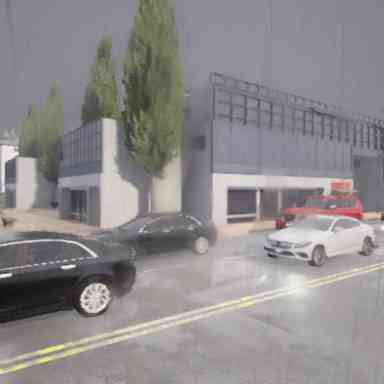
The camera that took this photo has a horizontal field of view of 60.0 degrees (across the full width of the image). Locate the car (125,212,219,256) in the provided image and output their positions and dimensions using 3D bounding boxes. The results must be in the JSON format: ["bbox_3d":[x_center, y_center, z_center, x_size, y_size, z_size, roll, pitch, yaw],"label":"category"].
[{"bbox_3d":[-1.290,1.497,11.669,4.892,1.490,1.837,0,0,-35],"label":"car"}]

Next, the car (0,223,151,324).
[{"bbox_3d":[-3.377,1.505,5.882,4.892,1.490,1.837,0,0,-36],"label":"car"}]

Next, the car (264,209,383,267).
[{"bbox_3d":[4.550,1.512,11.530,4.674,1.442,1.812,0,0,-35],"label":"car"}]

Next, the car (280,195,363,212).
[{"bbox_3d":[6.841,1.200,17.468,5.566,2.045,2.150,0,0,-36],"label":"car"}]
